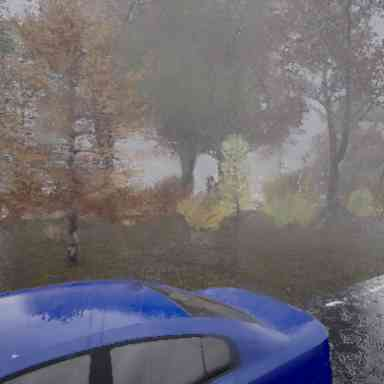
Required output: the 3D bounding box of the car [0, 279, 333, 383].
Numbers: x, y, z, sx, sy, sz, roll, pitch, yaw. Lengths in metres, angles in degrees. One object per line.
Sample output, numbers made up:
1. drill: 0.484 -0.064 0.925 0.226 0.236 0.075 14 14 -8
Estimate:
1. car: -1.126 1.477 2.145 5.008 1.535 1.882 0 0 -35
